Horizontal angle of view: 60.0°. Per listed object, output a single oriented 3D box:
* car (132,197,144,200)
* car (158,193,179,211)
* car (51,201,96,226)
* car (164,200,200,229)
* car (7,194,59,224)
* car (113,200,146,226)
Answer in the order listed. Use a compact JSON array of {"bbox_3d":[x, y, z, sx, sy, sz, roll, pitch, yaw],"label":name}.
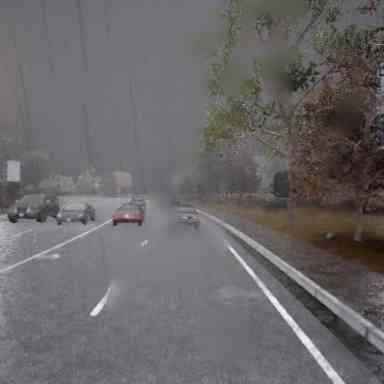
[{"bbox_3d":[-6.953,1.361,42.516,2.128,1.511,4.902,0,0,-11],"label":"car"},{"bbox_3d":[-2.835,1.103,39.733,2.150,2.045,5.566,0,0,-10],"label":"car"},{"bbox_3d":[-7.972,1.467,23.324,1.812,1.442,4.674,0,0,-5],"label":"car"},{"bbox_3d":[-0.575,1.498,21.056,2.033,1.411,5.357,0,0,-4],"label":"car"},{"bbox_3d":[-11.604,1.157,24.918,2.150,2.045,5.566,0,0,-5],"label":"car"},{"bbox_3d":[-4.297,1.506,23.271,1.994,1.385,4.181,0,0,-4],"label":"car"}]
